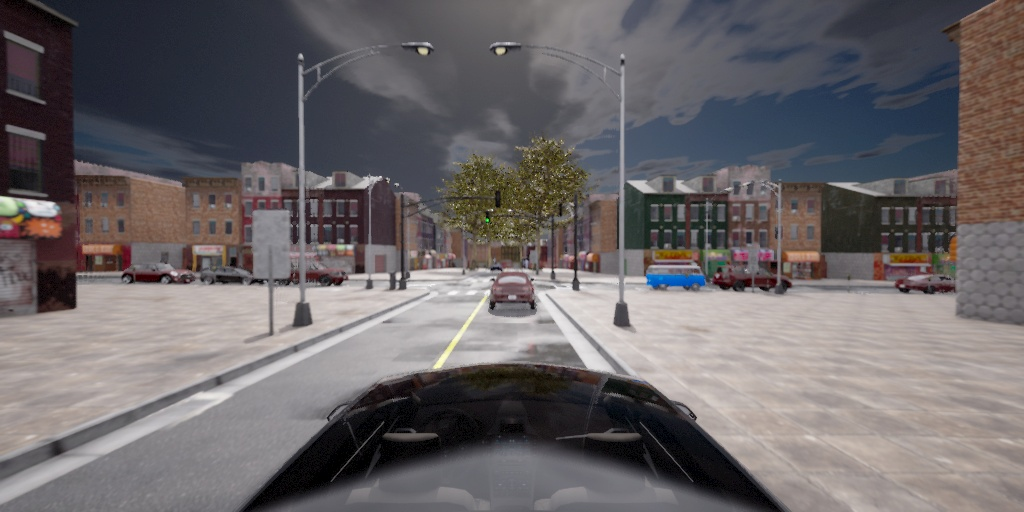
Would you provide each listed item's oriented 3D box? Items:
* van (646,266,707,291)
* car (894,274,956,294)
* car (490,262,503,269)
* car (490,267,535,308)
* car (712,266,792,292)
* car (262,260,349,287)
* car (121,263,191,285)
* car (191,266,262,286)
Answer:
[{"bbox_3d":[11.768,1.590,25.864,3.998,1.789,1.690,0,0,0],"label":"van"},{"bbox_3d":[30.289,2.027,25.719,4.674,1.442,1.812,1,1,0],"label":"car"},{"bbox_3d":[-2.764,1.869,64.287,2.097,1.767,4.553,0,-1,1],"label":"car"},{"bbox_3d":[0.032,1.401,15.752,1.812,1.442,4.674,0,0,1],"label":"car"},{"bbox_3d":[17.173,1.635,25.858,5.009,1.841,2.192,0,0,0],"label":"car"},{"bbox_3d":[-14.591,1.233,25.896,5.009,1.841,2.192,0,0,0],"label":"car"},{"bbox_3d":[-25.395,1.230,25.909,4.097,1.591,1.967,0,0,0],"label":"car"},{"bbox_3d":[-19.993,1.419,25.902,4.313,1.339,1.948,0,0,0],"label":"car"}]
